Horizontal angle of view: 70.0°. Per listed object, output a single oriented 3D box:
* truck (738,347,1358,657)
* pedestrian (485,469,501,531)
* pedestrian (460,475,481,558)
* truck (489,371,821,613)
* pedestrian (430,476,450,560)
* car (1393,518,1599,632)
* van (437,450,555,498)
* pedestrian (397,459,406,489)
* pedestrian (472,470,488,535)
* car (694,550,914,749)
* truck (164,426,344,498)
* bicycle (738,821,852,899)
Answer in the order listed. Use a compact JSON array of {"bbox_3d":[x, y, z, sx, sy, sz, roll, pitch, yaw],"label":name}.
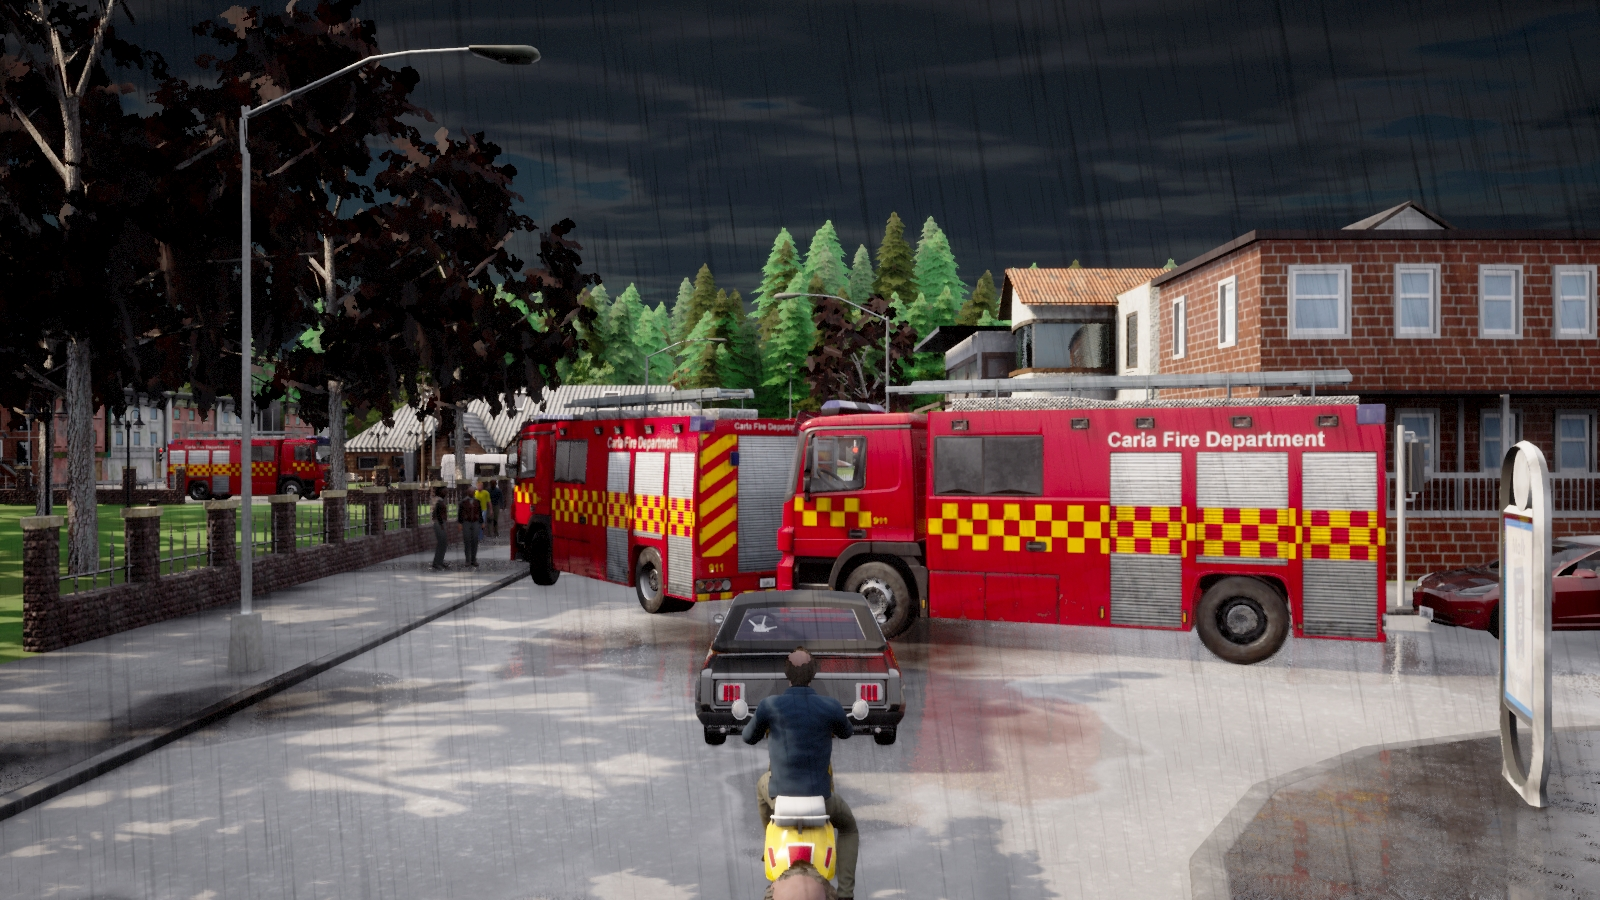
[{"bbox_3d":[3.525,0.662,17.067,8.468,3.827,2.891,0,0,23],"label":"truck"},{"bbox_3d":[-9.358,1.510,34.810,0.375,1.860,0.375,0,0,0],"label":"pedestrian"},{"bbox_3d":[-7.515,1.514,26.071,0.375,1.860,0.375,0,0,-29],"label":"pedestrian"},{"bbox_3d":[-3.229,0.662,22.435,2.891,3.827,8.468,0,0,-34],"label":"truck"},{"bbox_3d":[-8.090,1.514,25.661,0.375,1.860,0.375,0,0,-10],"label":"pedestrian"},{"bbox_3d":[11.929,1.835,17.293,4.792,1.488,2.163,0,0,0],"label":"car"},{"bbox_3d":[-16.613,1.289,62.612,5.915,2.561,1.988,0,0,0],"label":"van"},{"bbox_3d":[-24.663,1.496,70.660,0.375,1.860,0.375,0,0,11],"label":"pedestrian"},{"bbox_3d":[-9.188,1.512,32.840,0.375,1.860,0.375,0,0,-4],"label":"pedestrian"},{"bbox_3d":[0.033,1.930,12.217,1.895,1.301,4.718,0,0,0],"label":"car"},{"bbox_3d":[-29.853,0.645,62.699,8.468,3.827,2.891,0,0,1],"label":"truck"},{"bbox_3d":[-0.015,1.938,3.086,0.329,1.271,1.835,0,0,0],"label":"bicycle"}]
